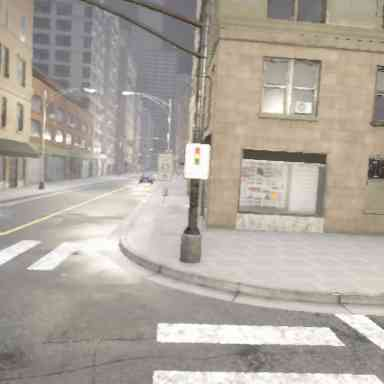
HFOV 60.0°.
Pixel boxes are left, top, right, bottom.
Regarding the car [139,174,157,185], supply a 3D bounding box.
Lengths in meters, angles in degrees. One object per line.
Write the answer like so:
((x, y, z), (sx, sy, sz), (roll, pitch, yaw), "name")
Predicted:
((-6.211, -1.787, 45.802), (1.812, 1.442, 4.674), (3, 4, -4), "car")

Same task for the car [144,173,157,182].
((-6.926, -2.389, 55.687), (1.895, 1.301, 4.718), (3, 4, -4), "car")
